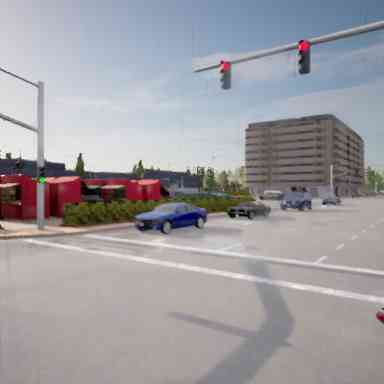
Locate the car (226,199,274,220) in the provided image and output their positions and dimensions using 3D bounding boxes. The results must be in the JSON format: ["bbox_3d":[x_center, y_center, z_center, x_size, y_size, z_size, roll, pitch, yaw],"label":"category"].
[{"bbox_3d":[4.641,1.457,26.829,1.895,1.301,4.718,0,0,35],"label":"car"}]

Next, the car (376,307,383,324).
[{"bbox_3d":[4.394,1.601,3.063,1.895,1.301,4.718,0,0,-27],"label":"car"}]

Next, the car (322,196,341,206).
[{"bbox_3d":[21.098,1.318,50.110,2.033,1.411,5.357,0,0,35],"label":"car"}]

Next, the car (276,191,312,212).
[{"bbox_3d":[11.607,1.043,36.755,2.150,2.045,5.566,0,0,35],"label":"car"}]

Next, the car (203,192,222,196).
[{"bbox_3d":[2.795,0.925,61.946,4.605,1.855,1.932,0,0,35],"label":"car"}]

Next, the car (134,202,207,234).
[{"bbox_3d":[-1.080,1.364,18.687,1.882,1.535,5.008,0,0,35],"label":"car"}]
